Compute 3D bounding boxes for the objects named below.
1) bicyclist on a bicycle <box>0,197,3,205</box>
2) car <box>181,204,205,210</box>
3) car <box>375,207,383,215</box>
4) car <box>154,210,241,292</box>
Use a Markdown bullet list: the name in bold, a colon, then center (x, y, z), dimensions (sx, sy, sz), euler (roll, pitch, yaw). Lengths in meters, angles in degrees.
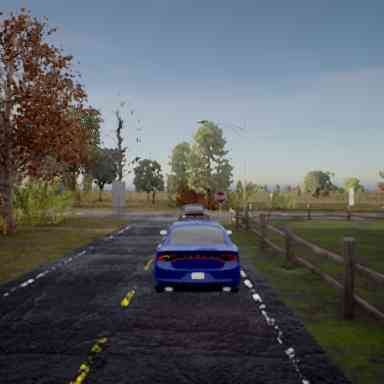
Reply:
- **bicyclist on a bicycle**: center (-22.600, 1.197, 39.129), dimensions (0.582, 1.620, 1.656), euler (1, 0, 0)
- **car**: center (0.049, 1.557, 21.475), dimensions (1.837, 1.490, 4.892), euler (0, 0, -2)
- **car**: center (22.231, 1.958, 36.076), dimensions (4.181, 1.385, 1.994), euler (1, 1, 0)
- **car**: center (0.116, 1.499, 9.026), dimensions (1.882, 1.535, 5.008), euler (0, 0, 0)
